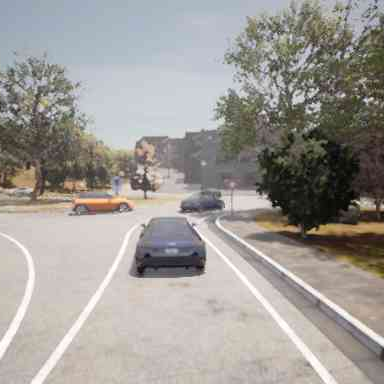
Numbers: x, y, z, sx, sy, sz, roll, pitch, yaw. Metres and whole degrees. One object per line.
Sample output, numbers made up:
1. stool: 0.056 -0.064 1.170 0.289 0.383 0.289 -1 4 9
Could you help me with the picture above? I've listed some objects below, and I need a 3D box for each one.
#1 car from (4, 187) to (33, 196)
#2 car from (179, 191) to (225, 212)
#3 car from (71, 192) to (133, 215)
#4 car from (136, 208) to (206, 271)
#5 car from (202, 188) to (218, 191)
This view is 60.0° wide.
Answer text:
1. car: -27.916 -0.112 54.004 1.812 1.442 4.674 2 2 43
2. car: 0.901 0.879 27.719 1.994 1.385 4.181 2 3 42
3. car: -6.863 0.753 25.500 4.553 1.767 2.097 -1 2 -22
4. car: -0.726 1.465 10.696 1.994 1.385 4.181 0 1 -5
5. car: 2.536 0.100 48.201 2.033 1.411 5.357 -1 2 -19
